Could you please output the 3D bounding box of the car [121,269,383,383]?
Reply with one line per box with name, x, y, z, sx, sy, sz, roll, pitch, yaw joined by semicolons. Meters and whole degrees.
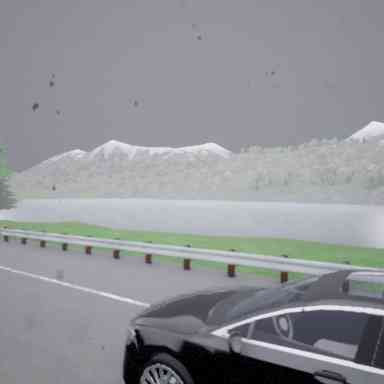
car;1.468;1.495;2.934;4.902;1.511;2.128;0;0;36
